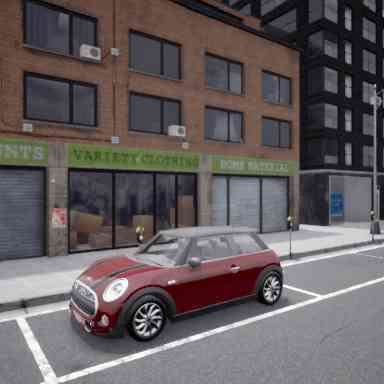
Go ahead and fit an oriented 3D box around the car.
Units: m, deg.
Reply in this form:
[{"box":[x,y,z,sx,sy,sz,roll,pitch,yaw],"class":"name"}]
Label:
[{"box":[-0.174,1.440,6.401,4.097,1.590,1.967,0,0,-35],"class":"car"}]
